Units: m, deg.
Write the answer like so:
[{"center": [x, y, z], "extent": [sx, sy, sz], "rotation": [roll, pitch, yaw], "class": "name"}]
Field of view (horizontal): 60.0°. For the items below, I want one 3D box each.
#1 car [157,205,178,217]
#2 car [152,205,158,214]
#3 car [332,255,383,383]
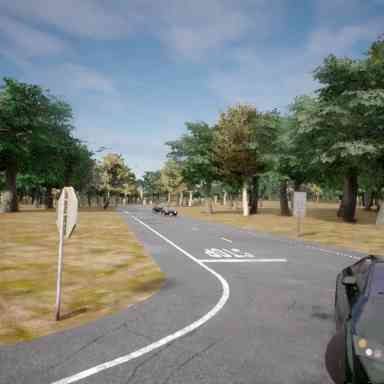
[{"center": [-3.411, 2.850, 48.022], "extent": [1.895, 1.301, 4.718], "rotation": [3, -2, -13], "class": "car"}, {"center": [-5.649, 2.961, 56.873], "extent": [1.882, 1.535, 5.008], "rotation": [3, -2, -14], "class": "car"}, {"center": [3.094, 1.643, 4.607], "extent": [1.994, 1.385, 4.181], "rotation": [1, -1, 22], "class": "car"}]
